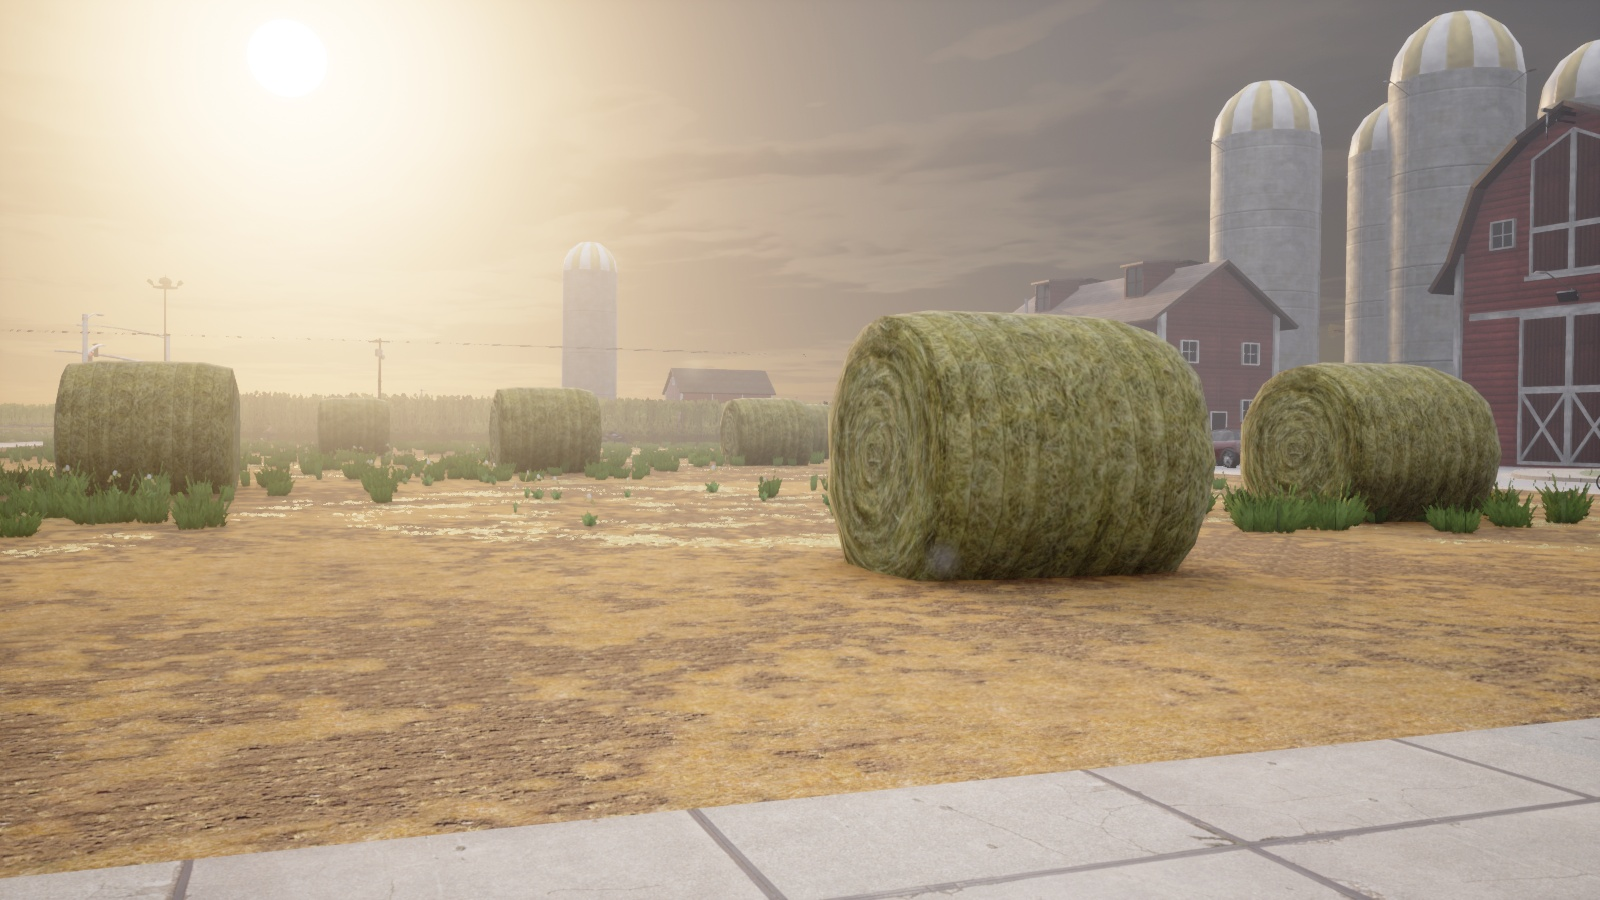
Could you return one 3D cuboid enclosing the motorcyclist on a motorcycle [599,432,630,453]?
[{"bbox_3d":[-13.944,-0.553,94.467,2.191,1.530,0.866,-1,1,-21],"label":"motorcyclist on a motorcycle"}]

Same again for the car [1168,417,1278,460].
[{"bbox_3d":[18.561,-0.508,55.341,2.097,1.767,4.553,-2,1,-22],"label":"car"}]
